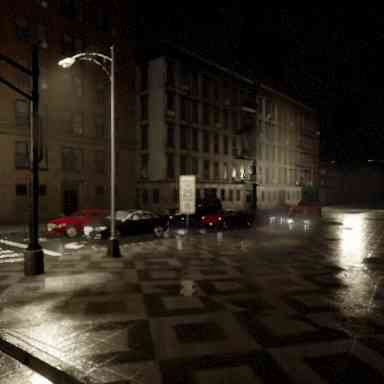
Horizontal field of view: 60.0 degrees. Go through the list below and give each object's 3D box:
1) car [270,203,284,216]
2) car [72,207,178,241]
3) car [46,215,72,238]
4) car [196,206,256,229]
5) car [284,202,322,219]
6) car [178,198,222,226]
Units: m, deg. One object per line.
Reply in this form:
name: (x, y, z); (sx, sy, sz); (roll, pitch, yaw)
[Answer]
car: (11.125, 2.026, 38.921); (2.033, 1.411, 5.357); (0, -1, 41)
car: (-3.342, 1.700, 17.461); (2.128, 1.511, 4.902); (0, -1, 41)
car: (-6.015, 1.740, 19.366); (1.812, 1.442, 4.674); (0, -1, 41)
car: (2.735, 1.904, 24.426); (1.895, 1.301, 4.718); (0, -1, 41)
car: (11.953, 1.799, 34.944); (2.097, 1.767, 4.553); (0, -1, 41)
car: (0.299, 1.534, 26.576); (2.150, 2.045, 5.566); (0, -1, 42)
